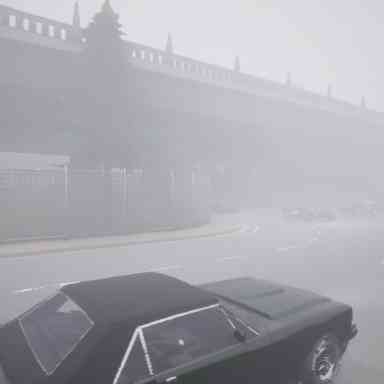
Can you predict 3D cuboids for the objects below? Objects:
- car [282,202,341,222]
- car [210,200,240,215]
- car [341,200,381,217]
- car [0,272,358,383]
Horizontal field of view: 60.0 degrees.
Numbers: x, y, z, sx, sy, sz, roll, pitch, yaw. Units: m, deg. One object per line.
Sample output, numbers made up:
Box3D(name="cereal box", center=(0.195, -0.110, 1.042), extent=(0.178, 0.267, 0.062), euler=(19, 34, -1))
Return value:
Box3D(name="car", center=(9.032, 1.530, 26.316), extent=(2.033, 1.411, 5.357), euler=(0, 0, -11))
Box3D(name="car", center=(2.823, 1.531, 34.470), extent=(2.033, 1.411, 5.357), euler=(0, 0, -24))
Box3D(name="car", center=(15.208, 1.480, 31.006), extent=(1.837, 1.490, 4.892), euler=(0, 0, -15))
Box3D(name="car", center=(-0.259, 1.600, 3.567), extent=(4.718, 1.301, 1.895), euler=(0, 0, -36))
